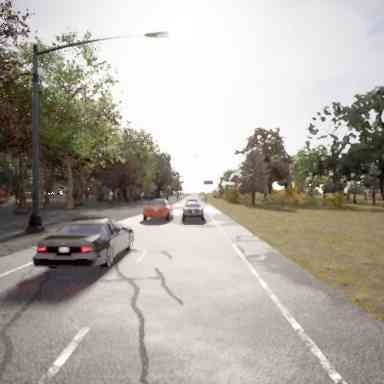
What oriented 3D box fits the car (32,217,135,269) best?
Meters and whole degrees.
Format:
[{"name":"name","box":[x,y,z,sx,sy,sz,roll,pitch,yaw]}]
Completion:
[{"name":"car","box":[-3.285,1.556,11.180,2.033,1.411,5.357,0,0,1]}]

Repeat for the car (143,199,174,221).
[{"name":"car","box":[-2.742,1.372,27.873,2.097,1.767,4.553,0,0,2]}]

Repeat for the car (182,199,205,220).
[{"name":"car","box":[0.106,1.569,27.865,2.033,1.411,5.357,0,0,0]}]
